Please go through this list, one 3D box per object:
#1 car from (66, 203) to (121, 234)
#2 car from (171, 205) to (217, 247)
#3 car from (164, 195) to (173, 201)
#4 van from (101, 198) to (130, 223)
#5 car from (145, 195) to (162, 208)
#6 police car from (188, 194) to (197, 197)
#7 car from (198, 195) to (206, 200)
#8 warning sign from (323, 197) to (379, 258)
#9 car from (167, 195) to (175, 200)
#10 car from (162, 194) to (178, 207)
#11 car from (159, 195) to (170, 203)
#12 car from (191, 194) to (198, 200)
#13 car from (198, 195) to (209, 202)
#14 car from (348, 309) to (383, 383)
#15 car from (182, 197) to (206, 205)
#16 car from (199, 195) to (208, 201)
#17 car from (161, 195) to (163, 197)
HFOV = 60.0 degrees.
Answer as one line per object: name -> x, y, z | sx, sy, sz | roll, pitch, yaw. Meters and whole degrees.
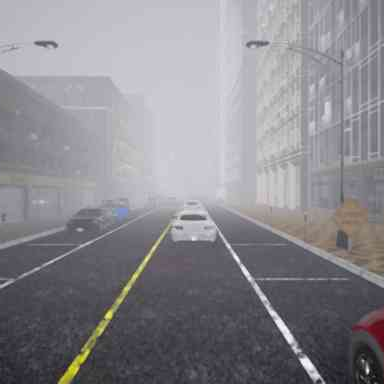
car -> -5.690, 1.538, 19.053 | 1.947, 1.339, 4.313 | 0, 0, 0
car -> 0.074, 1.504, 14.772 | 1.812, 1.442, 4.674 | 0, 0, 0
car -> -5.686, 1.459, 81.186 | 2.008, 1.369, 4.403 | 0, 0, 0
van -> -5.689, 1.305, 24.701 | 1.690, 1.788, 3.998 | 0, 0, 0
car -> -5.688, 1.517, 47.295 | 1.802, 1.307, 4.206 | 0, 0, 0
police car -> 0.253, 1.334, 80.684 | 1.930, 1.638, 5.238 | 0, 0, -18
car -> 2.696, 1.468, 92.484 | 1.947, 1.339, 4.313 | 0, 0, 0
warning sign -> 5.068, 1.100, 10.695 | 1.300, 1.860, 1.060 | 0, 0, 0
car -> -5.685, 1.468, 92.484 | 1.947, 1.339, 4.313 | 0, 0, 0
car -> -3.074, 1.457, 51.409 | 1.812, 1.442, 4.674 | 0, 0, 0
car -> -5.686, 1.357, 69.890 | 1.967, 1.590, 4.097 | 0, 0, 0
car -> 0.787, 1.408, 90.716 | 1.837, 1.490, 4.892 | 0, 0, 1
car -> 2.694, 1.442, 70.059 | 1.752, 1.417, 4.829 | 0, 0, 0
car -> 2.690, 1.437, 2.106 | 1.967, 1.590, 4.097 | 0, 0, 0
car -> 0.077, 1.482, 30.015 | 1.812, 1.442, 4.674 | 0, 0, 0
car -> 2.695, 1.459, 81.187 | 2.008, 1.369, 4.403 | 0, 0, 0
car -> -5.687, 1.512, 52.944 | 1.802, 1.307, 4.206 | 0, 0, 0
